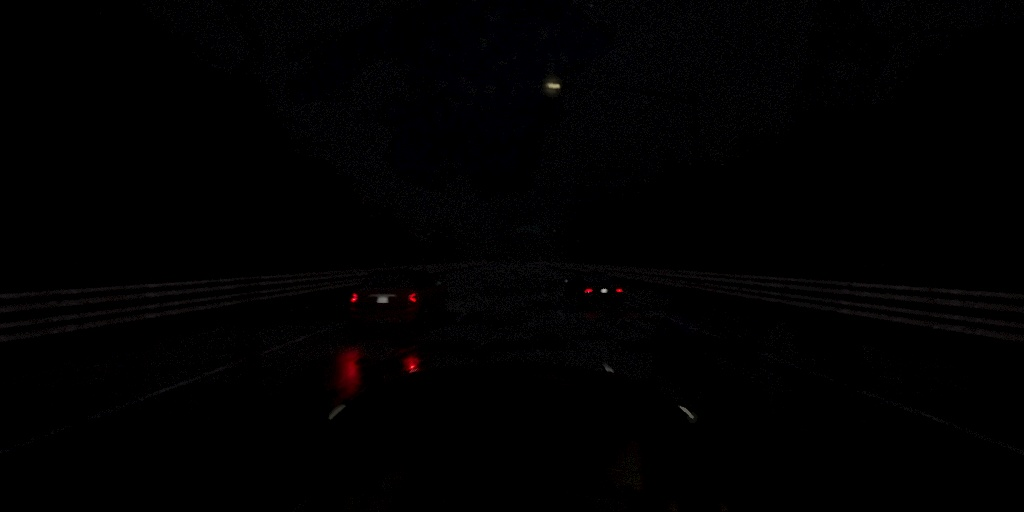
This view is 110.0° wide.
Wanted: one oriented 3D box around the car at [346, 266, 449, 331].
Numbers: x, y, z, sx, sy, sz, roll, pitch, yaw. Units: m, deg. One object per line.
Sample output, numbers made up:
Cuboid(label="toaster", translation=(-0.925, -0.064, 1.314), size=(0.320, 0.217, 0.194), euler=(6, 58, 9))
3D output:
Cuboid(label="car", translation=(-3.401, 1.191, 11.553), size=(2.097, 1.767, 4.553), euler=(0, -1, 0))

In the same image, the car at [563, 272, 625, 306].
Cuboid(label="car", translation=(3.598, 1.432, 16.525), size=(2.033, 1.411, 5.357), euler=(0, -1, 0))
